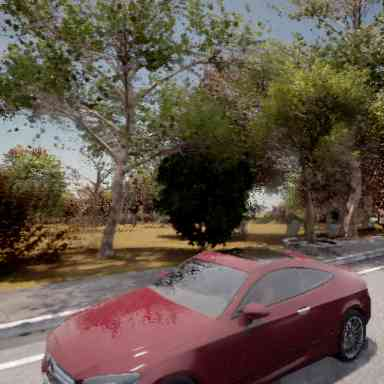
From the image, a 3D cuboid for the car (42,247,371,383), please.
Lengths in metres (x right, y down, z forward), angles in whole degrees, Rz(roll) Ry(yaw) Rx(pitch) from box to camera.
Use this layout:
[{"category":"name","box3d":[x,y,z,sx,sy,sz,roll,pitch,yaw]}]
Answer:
[{"category":"car","box3d":[0.575,1.537,4.398,4.674,1.442,1.812,0,0,-35]}]
